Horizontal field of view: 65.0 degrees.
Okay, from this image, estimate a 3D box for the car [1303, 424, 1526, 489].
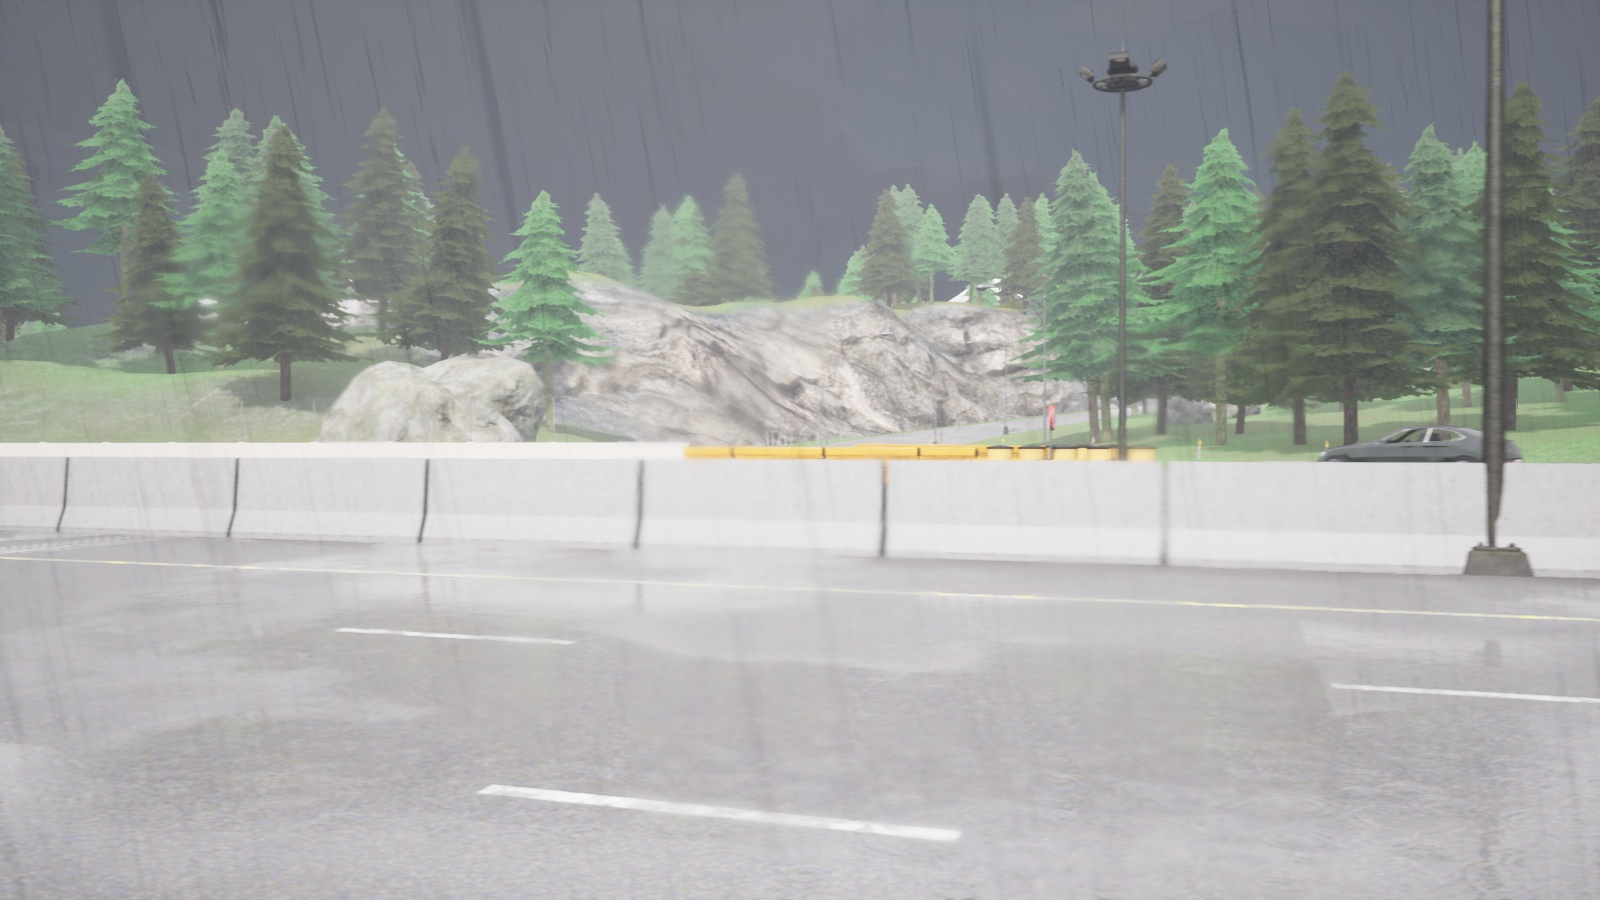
[{"bbox_3d":[16.673,0.119,34.258,2.152,1.651,5.027,-1,1,-44],"label":"car"}]
